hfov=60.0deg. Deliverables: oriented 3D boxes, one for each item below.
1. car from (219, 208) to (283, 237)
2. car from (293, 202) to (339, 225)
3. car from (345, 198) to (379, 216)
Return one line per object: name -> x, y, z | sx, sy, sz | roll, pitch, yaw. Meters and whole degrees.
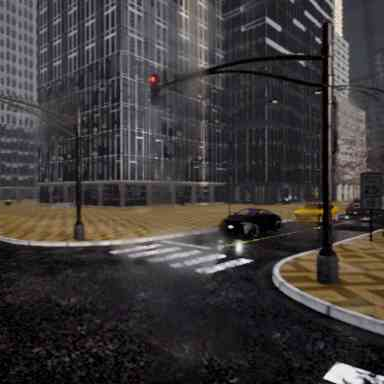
car -> 3.339, 1.610, 18.537 | 1.994, 1.385, 4.181 | 0, 0, 43
car -> 9.361, 1.518, 24.967 | 1.882, 1.535, 5.008 | 0, 1, 43
car -> 16.968, 1.384, 33.088 | 2.097, 1.767, 4.553 | 0, 0, 43
